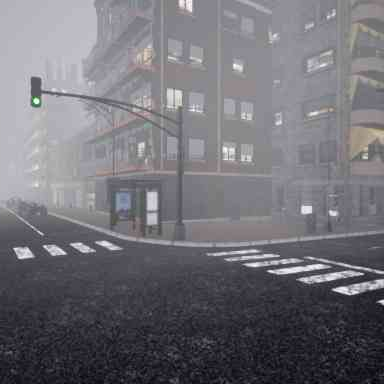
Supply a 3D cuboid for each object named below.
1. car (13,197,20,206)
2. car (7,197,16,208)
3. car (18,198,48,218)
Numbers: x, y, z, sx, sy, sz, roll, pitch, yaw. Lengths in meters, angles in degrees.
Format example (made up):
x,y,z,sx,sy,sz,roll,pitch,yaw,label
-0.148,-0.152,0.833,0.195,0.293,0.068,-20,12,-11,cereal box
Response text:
x,y,z,sx,sy,sz,roll,pitch,yaw,label
-16.911,1.541,34.294,1.887,1.381,4.507,0,0,-32,car
-25.847,1.435,48.658,1.967,1.590,4.097,0,0,-32,car
-13.933,1.547,29.507,2.008,1.369,4.403,0,0,-32,car
